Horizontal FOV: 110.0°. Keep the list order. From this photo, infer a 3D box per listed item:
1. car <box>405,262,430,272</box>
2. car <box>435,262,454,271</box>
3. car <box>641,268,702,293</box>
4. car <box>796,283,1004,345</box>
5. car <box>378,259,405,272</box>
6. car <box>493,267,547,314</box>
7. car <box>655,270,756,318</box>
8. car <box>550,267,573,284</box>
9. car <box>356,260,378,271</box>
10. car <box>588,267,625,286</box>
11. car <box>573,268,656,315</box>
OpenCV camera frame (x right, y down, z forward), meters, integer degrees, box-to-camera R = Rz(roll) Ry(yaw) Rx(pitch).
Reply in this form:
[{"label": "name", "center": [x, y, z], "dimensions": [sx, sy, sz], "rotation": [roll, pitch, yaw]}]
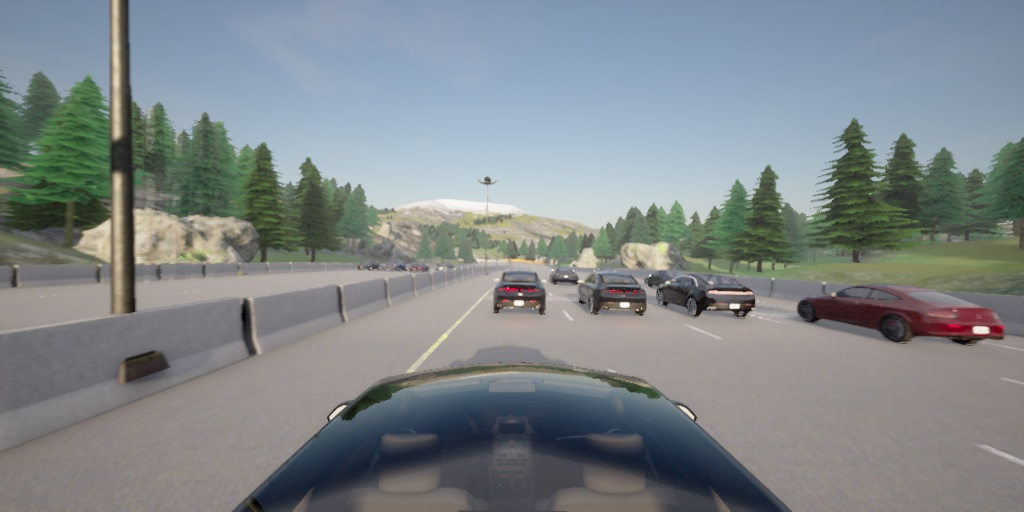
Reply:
[{"label": "car", "center": [-12.893, 1.543, 49.966], "dimensions": [1.994, 1.385, 4.181], "rotation": [1, -1, 2]}, {"label": "car", "center": [-9.385, 1.552, 50.262], "dimensions": [2.128, 1.511, 4.902], "rotation": [1, -1, 2]}, {"label": "car", "center": [11.085, 1.661, 25.399], "dimensions": [2.033, 1.411, 5.357], "rotation": [1, -1, 2]}, {"label": "car", "center": [10.691, 1.520, 10.410], "dimensions": [1.812, 1.442, 4.674], "rotation": [1, 0, 2]}, {"label": "car", "center": [-16.386, 1.256, 49.986], "dimensions": [2.097, 1.767, 4.553], "rotation": [1, -1, 2]}, {"label": "car", "center": [0.309, 1.302, 14.078], "dimensions": [1.837, 1.490, 4.892], "rotation": [1, 0, 2]}, {"label": "car", "center": [7.311, 1.434, 14.050], "dimensions": [2.128, 1.511, 4.902], "rotation": [1, 0, 2]}, {"label": "car", "center": [4.218, 1.578, 29.507], "dimensions": [1.994, 1.385, 4.181], "rotation": [1, -1, 2]}, {"label": "car", "center": [-19.883, 1.337, 50.000], "dimensions": [1.837, 1.490, 4.892], "rotation": [1, -1, 2]}, {"label": "car", "center": [7.724, 1.654, 29.676], "dimensions": [1.994, 1.385, 4.181], "rotation": [1, -1, 2]}, {"label": "car", "center": [3.817, 1.377, 14.281], "dimensions": [1.837, 1.490, 4.892], "rotation": [1, 0, 2]}]
